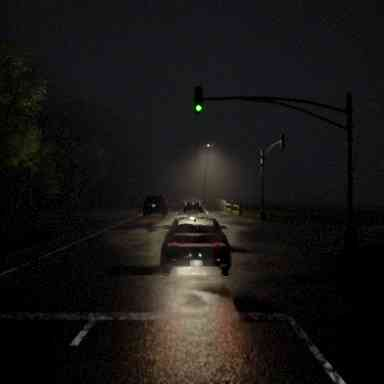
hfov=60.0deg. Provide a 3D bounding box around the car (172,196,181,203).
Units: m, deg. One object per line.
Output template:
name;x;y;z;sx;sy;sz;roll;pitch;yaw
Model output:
car;-3.485;1.720;72.175;2.128;1.511;4.902;0;0;0

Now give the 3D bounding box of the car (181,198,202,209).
car;0.108;1.462;39.442;2.097;1.767;4.553;0;0;0

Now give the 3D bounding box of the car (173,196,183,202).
car;-3.483;1.747;83.493;2.128;1.511;4.902;0;0;0

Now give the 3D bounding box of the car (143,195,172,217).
car;-3.393;1.315;32.157;2.150;2.045;5.566;0;0;0

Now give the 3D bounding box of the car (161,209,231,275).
car;0.103;1.523;10.532;2.128;1.511;4.902;0;0;0
